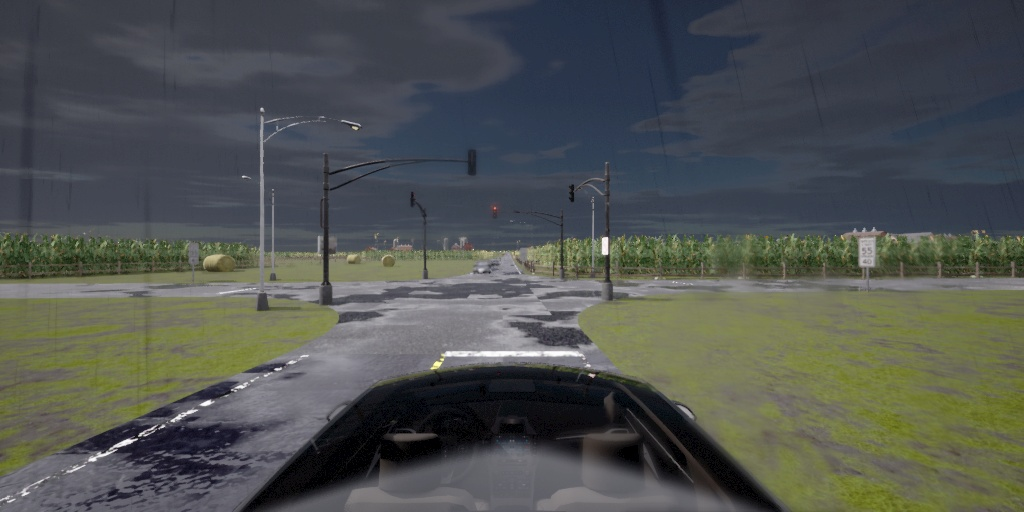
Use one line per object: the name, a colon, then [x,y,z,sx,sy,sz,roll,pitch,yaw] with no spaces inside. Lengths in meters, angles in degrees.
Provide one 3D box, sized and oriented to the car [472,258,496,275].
car: [-3.161,1.264,38.516,2.128,1.511,4.902,0,1,-1]
